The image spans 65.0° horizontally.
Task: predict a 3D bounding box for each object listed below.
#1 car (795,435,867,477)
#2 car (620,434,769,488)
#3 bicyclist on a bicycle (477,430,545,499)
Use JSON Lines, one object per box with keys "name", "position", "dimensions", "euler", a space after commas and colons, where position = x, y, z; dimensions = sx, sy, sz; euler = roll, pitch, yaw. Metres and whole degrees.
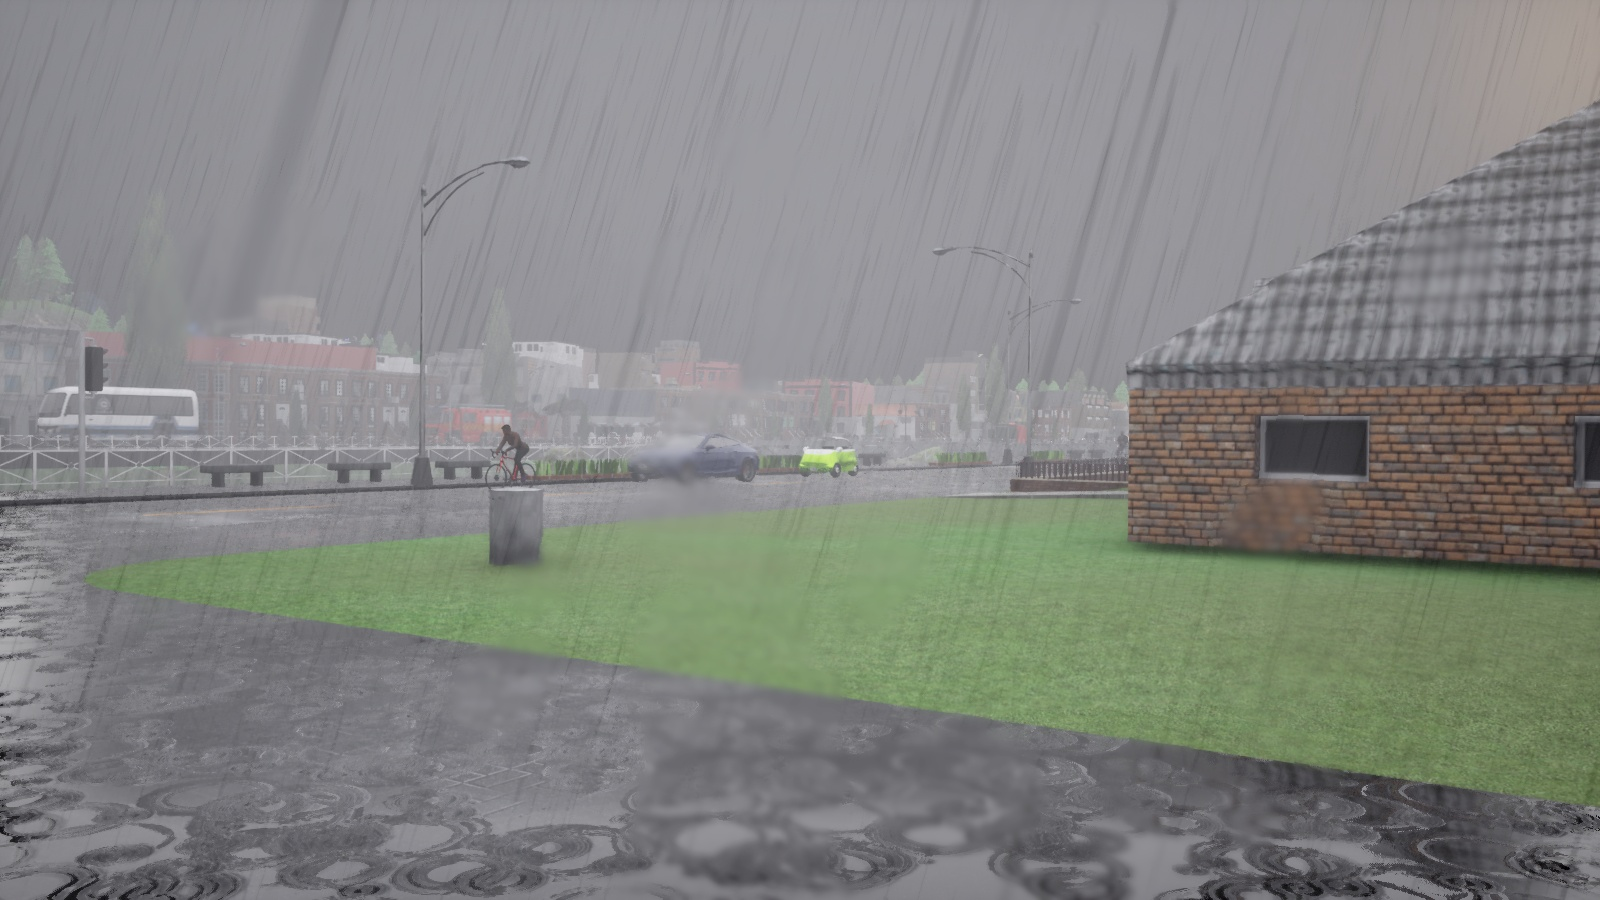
{"name": "car", "position": [1.067, 0.193, 42.807], "dimensions": [1.481, 1.376, 2.207], "euler": [0, 1, 34]}
{"name": "car", "position": [-2.990, 0.283, 36.698], "dimensions": [1.812, 1.442, 4.674], "euler": [0, 1, 34]}
{"name": "bicyclist on a bicycle", "position": [-7.035, 0.330, 30.608], "dimensions": [0.582, 1.620, 1.656], "euler": [0, 1, 34]}
